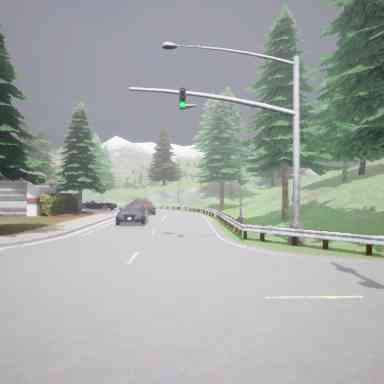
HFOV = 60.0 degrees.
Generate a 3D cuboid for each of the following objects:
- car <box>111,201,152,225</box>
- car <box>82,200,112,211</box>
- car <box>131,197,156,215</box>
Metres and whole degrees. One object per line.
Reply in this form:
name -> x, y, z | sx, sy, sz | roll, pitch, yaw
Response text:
car -> -4.188, 1.562, 23.746 | 1.994, 1.385, 4.181 | 0, 0, -3
car -> -11.733, 1.604, 41.216 | 4.718, 1.301, 1.895 | 0, 0, 14
car -> -5.098, 1.349, 33.529 | 2.097, 1.767, 4.553 | 0, 0, -20
